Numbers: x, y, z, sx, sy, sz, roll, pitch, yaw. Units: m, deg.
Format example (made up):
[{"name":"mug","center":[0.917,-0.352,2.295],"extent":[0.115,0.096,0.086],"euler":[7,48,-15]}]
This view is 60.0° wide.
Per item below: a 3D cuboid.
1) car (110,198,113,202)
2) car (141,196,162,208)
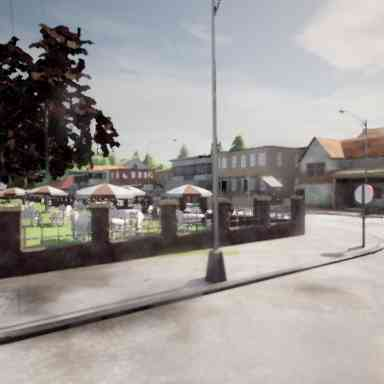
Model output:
[{"name":"car","center":[-13.560,1.141,52.266],"extent":[1.812,1.442,4.674],"euler":[-1,1,-35]},{"name":"car","center":[-4.383,1.250,39.227],"extent":[1.837,1.490,4.892],"euler":[-1,1,-35]}]
